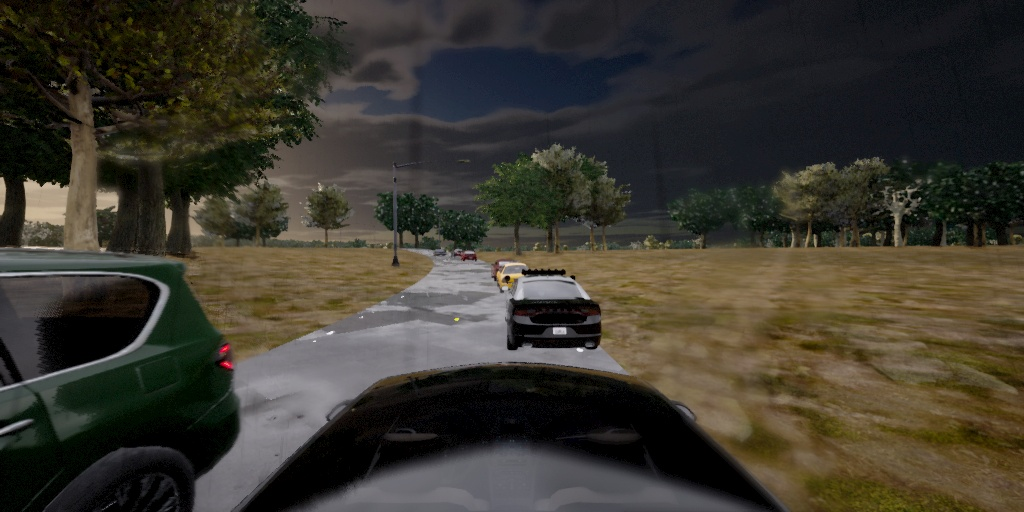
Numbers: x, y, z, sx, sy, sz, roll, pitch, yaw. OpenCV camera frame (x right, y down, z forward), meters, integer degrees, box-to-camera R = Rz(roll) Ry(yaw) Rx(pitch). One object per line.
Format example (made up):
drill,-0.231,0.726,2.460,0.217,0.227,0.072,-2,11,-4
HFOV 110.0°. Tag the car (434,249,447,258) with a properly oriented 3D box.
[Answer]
car,-12.417,-0.483,61.659,2.033,1.411,5.357,0,3,-18

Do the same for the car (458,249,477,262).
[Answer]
car,-6.196,-0.039,51.183,1.882,1.535,5.008,0,2,-14

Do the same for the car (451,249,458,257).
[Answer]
car,-9.636,-0.573,63.356,1.837,1.490,4.892,0,3,-19

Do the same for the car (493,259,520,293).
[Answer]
car,0.127,1.015,19.292,1.801,1.575,5.366,-2,2,-5

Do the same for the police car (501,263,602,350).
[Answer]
police car,0.780,1.143,9.128,1.930,1.638,5.238,0,0,-2

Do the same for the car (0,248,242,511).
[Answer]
car,-3.152,0.972,0.423,2.150,2.045,5.566,0,0,0

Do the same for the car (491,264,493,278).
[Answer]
car,-0.454,0.928,25.150,1.812,1.442,4.674,-1,1,-7
